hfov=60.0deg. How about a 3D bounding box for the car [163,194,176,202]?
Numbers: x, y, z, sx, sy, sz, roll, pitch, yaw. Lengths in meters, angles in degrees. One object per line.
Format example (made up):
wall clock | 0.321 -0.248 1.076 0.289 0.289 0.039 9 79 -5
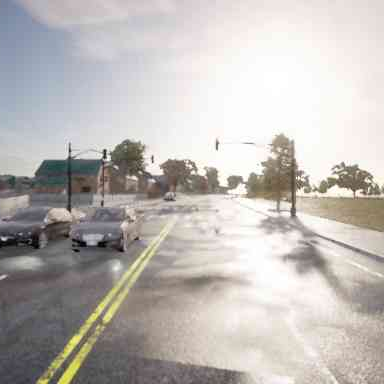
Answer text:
car | -4.257 1.079 63.265 1.882 1.535 5.008 0 1 4

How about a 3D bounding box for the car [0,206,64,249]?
car | -6.450 1.395 13.953 1.837 1.490 4.892 0 0 1

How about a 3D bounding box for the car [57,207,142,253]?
car | -3.212 1.388 13.296 2.128 1.511 4.902 0 0 1
